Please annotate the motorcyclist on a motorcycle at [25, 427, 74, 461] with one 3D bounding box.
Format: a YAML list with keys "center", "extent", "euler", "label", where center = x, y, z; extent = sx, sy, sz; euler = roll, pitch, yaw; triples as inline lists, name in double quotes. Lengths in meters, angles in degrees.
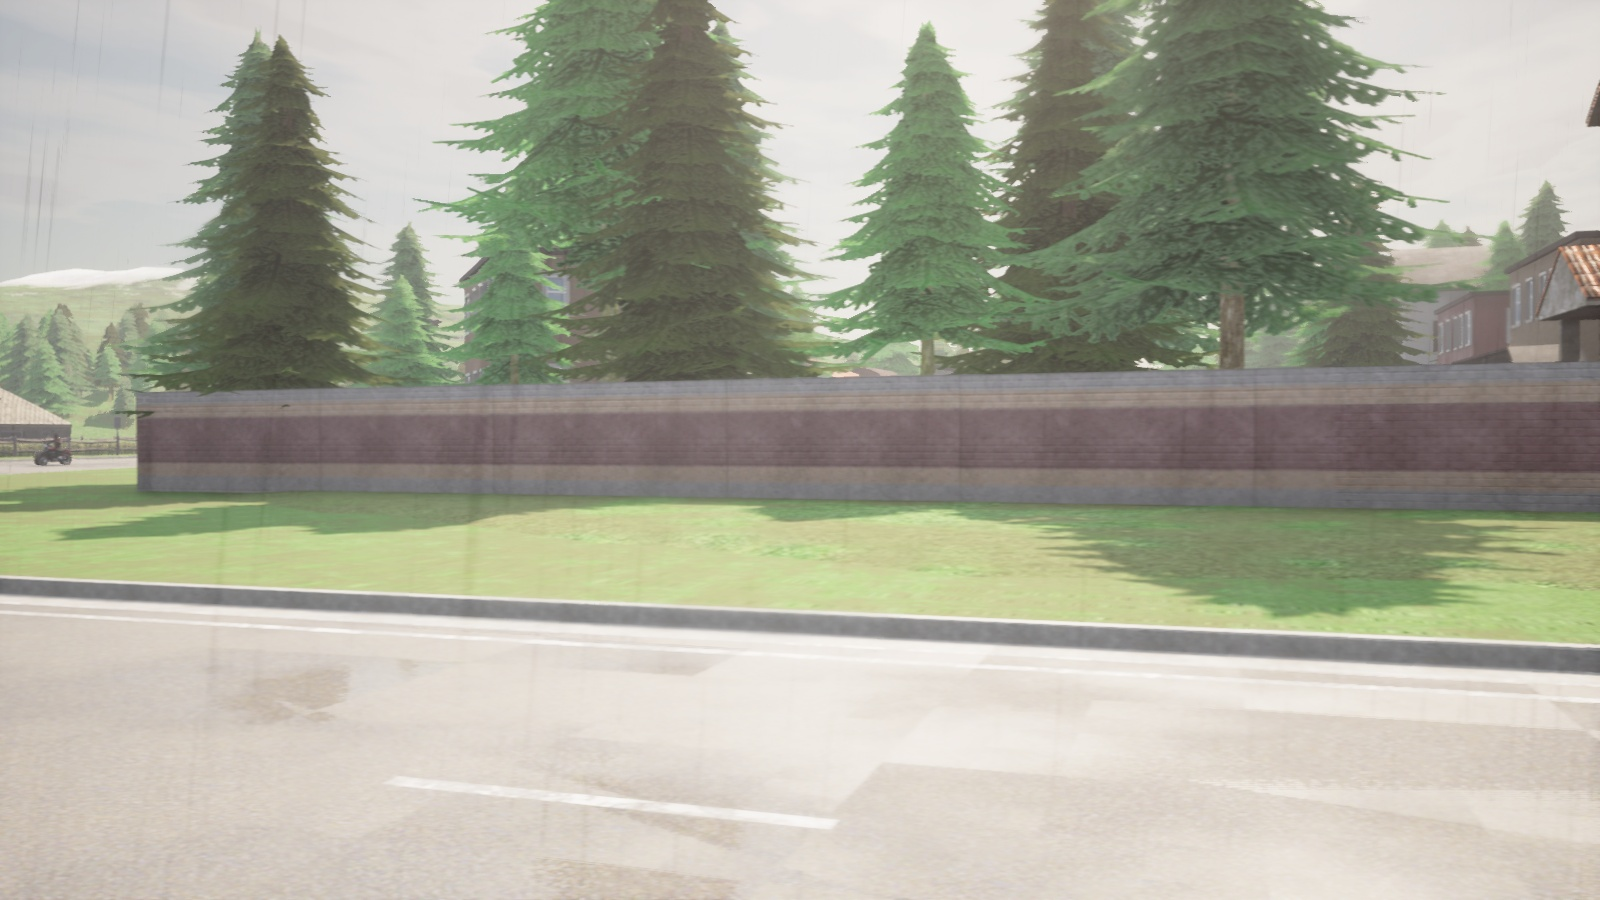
- center: [-37.269, -0.301, 62.423]
  extent: [0.766, 1.649, 2.350]
  euler: [0, 1, 8]
  label: "motorcyclist on a motorcycle"
